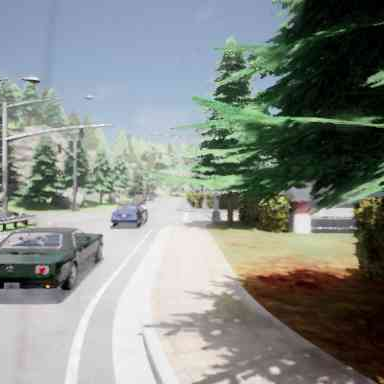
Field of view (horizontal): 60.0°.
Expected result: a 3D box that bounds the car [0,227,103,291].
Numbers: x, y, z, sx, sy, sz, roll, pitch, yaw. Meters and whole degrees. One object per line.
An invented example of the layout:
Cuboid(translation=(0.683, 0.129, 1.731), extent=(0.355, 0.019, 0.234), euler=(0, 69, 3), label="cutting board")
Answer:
Cuboid(translation=(-3.674, 1.566, 8.781), extent=(1.895, 1.301, 4.718), euler=(0, 0, -4), label="car")

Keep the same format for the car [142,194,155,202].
Cuboid(translation=(-8.912, 1.219, 68.766), extent=(2.128, 1.511, 4.902), euler=(0, 0, -2), label="car")

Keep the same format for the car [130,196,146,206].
Cuboid(translation=(-8.583, 1.361, 53.377), extent=(1.812, 1.442, 4.674), euler=(0, 0, -1), label="car")

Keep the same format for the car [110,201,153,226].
Cuboid(translation=(-4.143, 1.477, 22.535), extent=(2.033, 1.411, 5.357), euler=(0, 0, -1), label="car")
